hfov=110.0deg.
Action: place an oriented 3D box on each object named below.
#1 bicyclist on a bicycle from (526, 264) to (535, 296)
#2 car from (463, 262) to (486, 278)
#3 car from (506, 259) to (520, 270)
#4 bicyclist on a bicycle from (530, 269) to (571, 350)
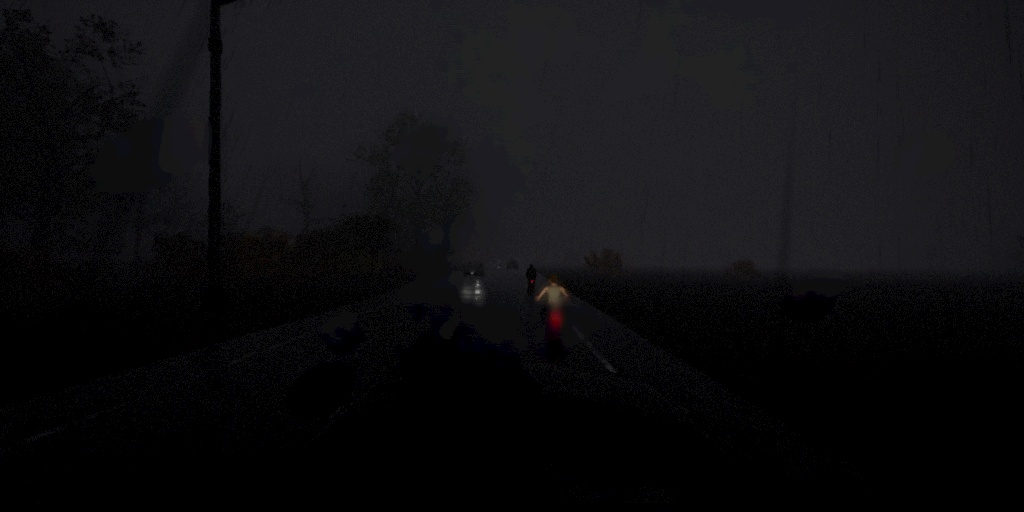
[{"bbox_3d":[0.962,1.233,17.606,0.582,1.620,1.656,0,0,0],"label":"bicyclist on a bicycle"},{"bbox_3d":[-3.591,1.298,34.931,2.128,1.511,4.902,0,0,0],"label":"car"},{"bbox_3d":[0.099,1.336,55.892,1.837,1.490,4.892,0,0,0],"label":"car"},{"bbox_3d":[0.943,1.199,8.117,0.866,1.612,1.509,0,0,0],"label":"bicyclist on a bicycle"}]
